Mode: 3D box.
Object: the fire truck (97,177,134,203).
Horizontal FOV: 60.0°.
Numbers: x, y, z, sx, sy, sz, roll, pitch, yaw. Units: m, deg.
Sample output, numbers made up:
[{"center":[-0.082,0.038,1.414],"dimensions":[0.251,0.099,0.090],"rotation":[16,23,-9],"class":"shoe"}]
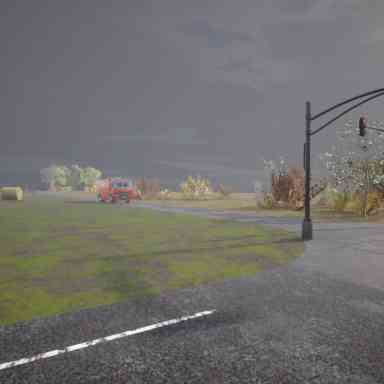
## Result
[{"center":[-11.715,-0.354,50.059],"dimensions":[2.891,3.827,8.468],"rotation":[1,0,-32],"class":"fire truck"}]
